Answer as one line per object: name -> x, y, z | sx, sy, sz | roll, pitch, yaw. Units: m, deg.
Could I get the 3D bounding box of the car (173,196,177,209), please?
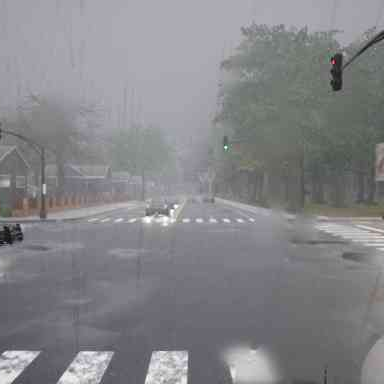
car -> -3.297, 1.498, 43.669 | 1.837, 1.490, 4.892 | 0, 0, 0

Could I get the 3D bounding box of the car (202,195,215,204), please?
car -> 3.200, 1.336, 64.181 | 2.097, 1.767, 4.553 | 0, 0, 0

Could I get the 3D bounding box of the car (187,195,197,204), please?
car -> -0.048, 1.532, 63.779 | 2.033, 1.411, 5.357 | 0, 0, 0

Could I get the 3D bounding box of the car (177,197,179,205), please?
car -> -3.332, 1.479, 59.490 | 2.128, 1.511, 4.902 | 0, 0, 0

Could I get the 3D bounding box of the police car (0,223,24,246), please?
police car -> -9.519, 1.468, 13.217 | 5.238, 1.638, 1.930 | 0, 1, 0

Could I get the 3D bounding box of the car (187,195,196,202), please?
car -> -0.092, 1.405, 74.233 | 1.895, 1.301, 4.718 | 0, 0, 0

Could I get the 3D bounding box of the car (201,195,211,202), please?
car -> 3.157, 1.349, 74.217 | 2.033, 1.411, 5.357 | 0, 0, 0

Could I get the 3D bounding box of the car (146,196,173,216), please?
car -> -3.253, 1.346, 32.574 | 2.097, 1.767, 4.553 | 0, 0, 0
